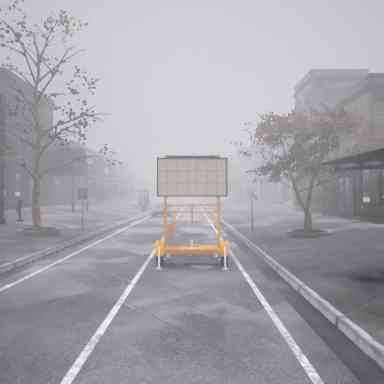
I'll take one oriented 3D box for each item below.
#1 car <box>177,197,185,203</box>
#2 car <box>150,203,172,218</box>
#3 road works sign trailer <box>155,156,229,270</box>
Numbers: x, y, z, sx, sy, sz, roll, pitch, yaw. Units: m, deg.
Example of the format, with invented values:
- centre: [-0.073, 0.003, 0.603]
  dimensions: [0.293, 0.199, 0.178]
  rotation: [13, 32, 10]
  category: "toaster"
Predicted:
- centre: [-2.966, 2.079, 88.879]
  dimensions: [1.837, 1.490, 4.892]
  rotation: [0, 0, 0]
  category: "car"
- centre: [-3.087, 1.882, 34.300]
  dimensions: [2.033, 1.411, 5.357]
  rotation: [0, -1, 0]
  category: "car"
- centre: [0.005, 0.562, 11.408]
  dimensions: [2.380, 3.560, 2.880]
  rotation: [0, -1, 0]
  category: "road works sign trailer"
